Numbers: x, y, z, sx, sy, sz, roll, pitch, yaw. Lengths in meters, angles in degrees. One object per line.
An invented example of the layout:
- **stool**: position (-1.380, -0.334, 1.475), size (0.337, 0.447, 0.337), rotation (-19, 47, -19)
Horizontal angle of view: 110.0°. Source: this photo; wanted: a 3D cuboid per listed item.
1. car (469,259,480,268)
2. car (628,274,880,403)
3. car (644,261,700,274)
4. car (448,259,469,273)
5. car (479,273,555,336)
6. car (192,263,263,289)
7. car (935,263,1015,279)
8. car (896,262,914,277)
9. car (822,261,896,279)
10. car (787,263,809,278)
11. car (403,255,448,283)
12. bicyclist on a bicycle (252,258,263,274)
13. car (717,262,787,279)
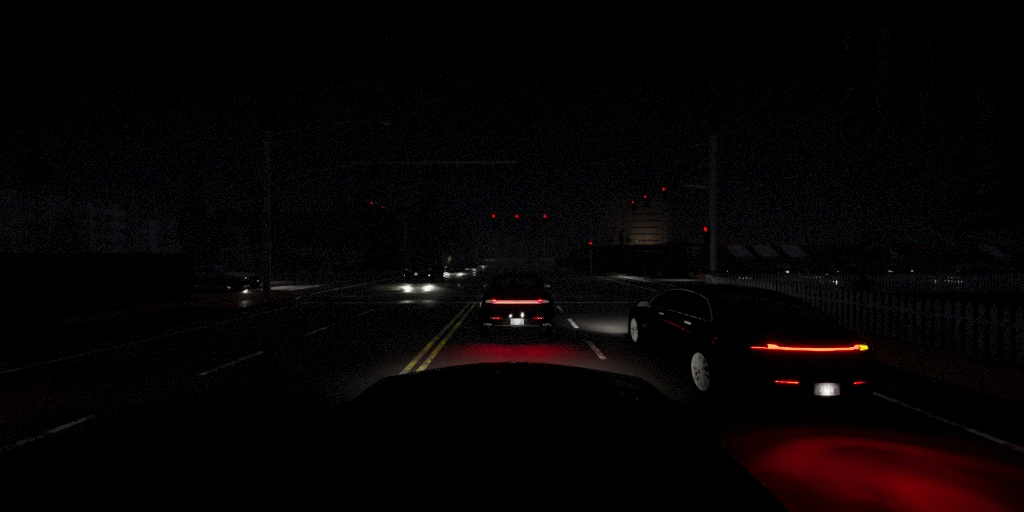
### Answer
- **car**: position (-6.723, 1.256, 58.389), size (1.837, 1.490, 4.892), rotation (0, 0, 1)
- **car**: position (3.589, 1.255, 6.467), size (1.837, 1.490, 4.892), rotation (0, 0, 1)
- **car**: position (14.933, 1.255, 33.545), size (4.892, 1.490, 1.837), rotation (0, 0, 1)
- **car**: position (-6.886, 1.255, 44.123), size (1.837, 1.490, 4.892), rotation (0, 0, 2)
- **car**: position (0.134, 1.242, 10.372), size (2.128, 1.511, 4.902), rotation (0, 0, 0)
- **car**: position (-18.154, 1.276, 22.300), size (4.674, 1.442, 1.812), rotation (0, 0, 0)
- **car**: position (38.886, 1.276, 30.411), size (4.674, 1.442, 1.812), rotation (0, 0, -1)
- **car**: position (34.798, 1.242, 33.843), size (4.902, 1.511, 2.128), rotation (0, 0, -1)
- **car**: position (28.887, 1.276, 30.231), size (4.674, 1.442, 1.812), rotation (0, 0, -1)
- **car**: position (24.672, 1.297, 33.663), size (5.357, 1.411, 2.033), rotation (0, 0, -1)
- **car**: position (-6.930, 0.972, 28.708), size (2.150, 2.045, 5.566), rotation (0, 0, 0)
- **bicyclist on a bicycle**: position (-26.161, 1.051, 36.892), size (0.582, 1.620, 1.656), rotation (0, 0, -3)
- **car**: position (19.627, 1.241, 30.067), size (4.902, 1.511, 2.128), rotation (0, 0, -1)
